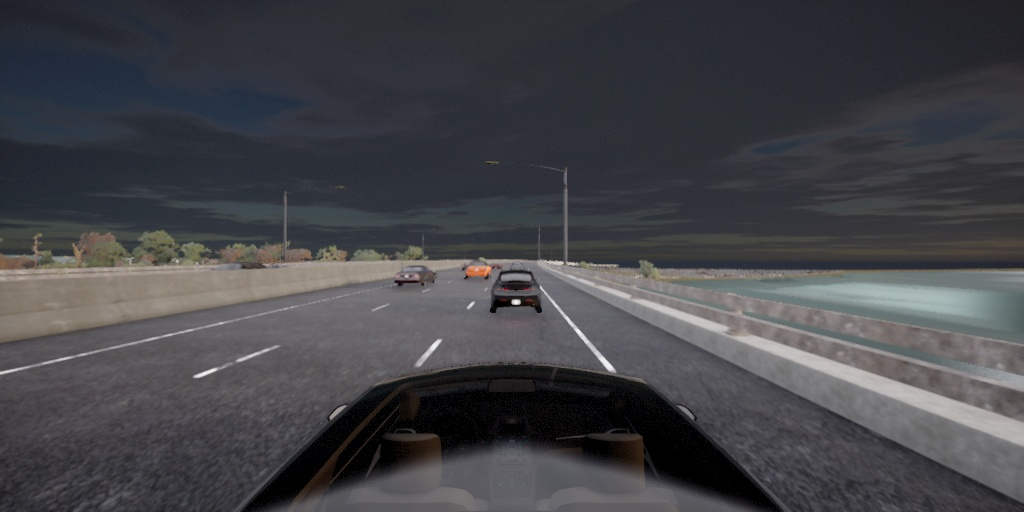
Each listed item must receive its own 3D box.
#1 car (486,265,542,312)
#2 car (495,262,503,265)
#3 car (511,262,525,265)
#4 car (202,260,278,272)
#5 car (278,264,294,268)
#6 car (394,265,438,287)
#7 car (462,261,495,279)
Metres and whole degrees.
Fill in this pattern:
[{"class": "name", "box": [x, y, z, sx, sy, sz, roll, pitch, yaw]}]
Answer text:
[{"class": "car", "box": [0.161, 1.295, 14.504, 1.837, 1.490, 4.892, 0, 0, 0]}, {"class": "car", "box": [-2.425, 1.566, 58.564, 1.895, 1.301, 4.718, 0, 0, 2]}, {"class": "car", "box": [0.749, 1.478, 47.836, 1.994, 1.385, 4.181, 0, 0, 2]}, {"class": "car", "box": [-17.440, 1.163, 22.548, 2.097, 1.767, 4.553, 0, 0, 1]}, {"class": "car", "box": [-24.121, 1.464, 36.676, 1.895, 1.301, 4.718, 0, 0, 1]}, {"class": "car", "box": [-6.728, 1.372, 25.563, 2.033, 1.411, 5.357, 0, 0, 1]}, {"class": "car", "box": [-3.077, 1.209, 33.750, 2.097, 1.767, 4.553, 0, 0, 1]}]
